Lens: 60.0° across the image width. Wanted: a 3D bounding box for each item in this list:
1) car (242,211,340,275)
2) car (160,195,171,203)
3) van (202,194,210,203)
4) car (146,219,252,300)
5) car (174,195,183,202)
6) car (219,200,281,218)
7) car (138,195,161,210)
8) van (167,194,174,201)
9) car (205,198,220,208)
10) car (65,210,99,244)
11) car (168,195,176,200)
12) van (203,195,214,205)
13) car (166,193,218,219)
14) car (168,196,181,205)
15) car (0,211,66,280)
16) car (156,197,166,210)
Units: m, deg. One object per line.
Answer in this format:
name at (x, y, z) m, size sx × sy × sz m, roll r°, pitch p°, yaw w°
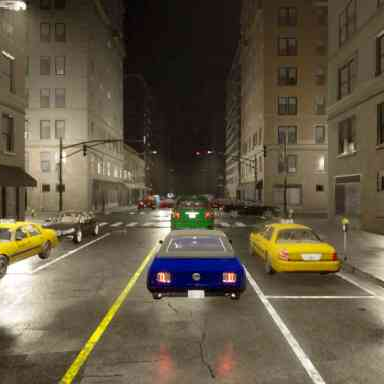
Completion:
car at (2.867, 1.526, 10.297) m, size 1.752 × 1.417 × 4.829 m, roll 0°, pitch 0°, yaw 0°
car at (-5.599, 1.468, 69.942) m, size 1.967 × 1.590 × 4.097 m, roll 0°, pitch 0°, yaw 0°
van at (2.926, 1.369, 69.933) m, size 1.690 × 1.788 × 3.998 m, roll 0°, pitch 0°, yaw 0°
car at (0.091, 1.601, 8.358) m, size 1.895 × 1.301 × 4.718 m, roll 0°, pitch 0°, yaw 0°
car at (-2.927, 1.468, 73.295) m, size 1.882 × 1.535 × 5.008 m, roll 0°, pitch 0°, yaw 0°
car at (5.095, 1.471, 28.493) m, size 4.902 × 1.511 × 2.128 m, roll 0°, pitch 0°, yaw 15°
car at (-5.627, 1.328, 42.435) m, size 2.192 × 1.841 × 5.009 m, roll 0°, pitch 0°, yaw 0°
van at (-5.583, 1.378, 86.447) m, size 1.690 × 1.788 × 3.998 m, roll 0°, pitch 0°, yaw 0°
car at (2.904, 1.582, 47.927) m, size 1.947 × 1.339 × 4.313 m, roll 0°, pitch 0°, yaw 0°
car at (-5.653, 1.552, 15.661) m, size 2.008 × 1.369 × 4.403 m, roll 0°, pitch 0°, yaw 0°
car at (-5.577, 1.592, 91.947) m, size 2.008 × 1.369 × 4.403 m, roll 0°, pitch 0°, yaw 0°
van at (2.915, 1.363, 58.930) m, size 1.690 × 1.788 × 3.998 m, roll 0°, pitch 0°, yaw 0°
car at (0.018, 1.224, 18.125) m, size 2.150 × 2.045 × 5.566 m, roll 0°, pitch 0°, yaw 0°
car at (-3.023, 1.499, 58.039) m, size 1.882 × 1.535 × 5.008 m, roll 0°, pitch 0°, yaw 0°
car at (-5.659, 1.526, 9.966) m, size 1.752 × 1.417 × 4.829 m, roll 0°, pitch 0°, yaw 0°
car at (-3.057, 1.614, 42.395) m, size 1.895 × 1.301 × 4.718 m, roll 0°, pitch 0°, yaw 0°
